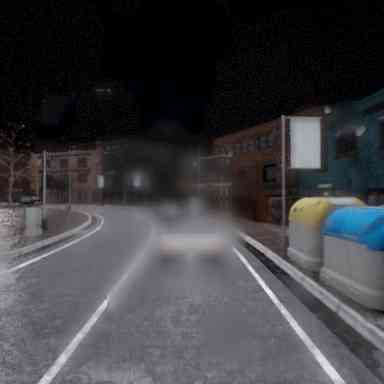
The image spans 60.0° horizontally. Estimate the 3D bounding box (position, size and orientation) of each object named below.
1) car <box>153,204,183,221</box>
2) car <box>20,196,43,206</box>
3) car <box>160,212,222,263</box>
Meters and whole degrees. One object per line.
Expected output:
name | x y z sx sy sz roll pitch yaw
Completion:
car | -2.036 1.647 27.858 1.994 1.385 4.181 0 0 -15
car | -24.729 1.440 51.741 4.902 1.511 2.128 1 -1 31
car | -0.067 1.635 12.040 1.895 1.301 4.718 0 0 -1
